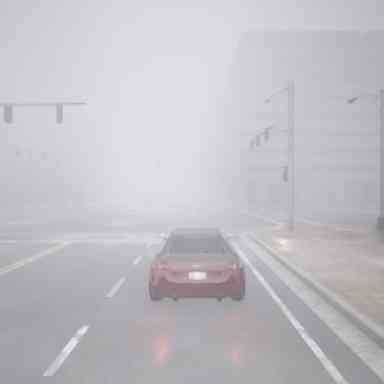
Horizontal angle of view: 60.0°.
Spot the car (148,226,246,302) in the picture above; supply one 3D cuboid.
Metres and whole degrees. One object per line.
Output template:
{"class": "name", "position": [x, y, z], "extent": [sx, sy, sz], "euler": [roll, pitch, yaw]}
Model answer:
{"class": "car", "position": [0.101, 1.517, 8.208], "extent": [1.994, 1.385, 4.181], "euler": [0, 0, 0]}
